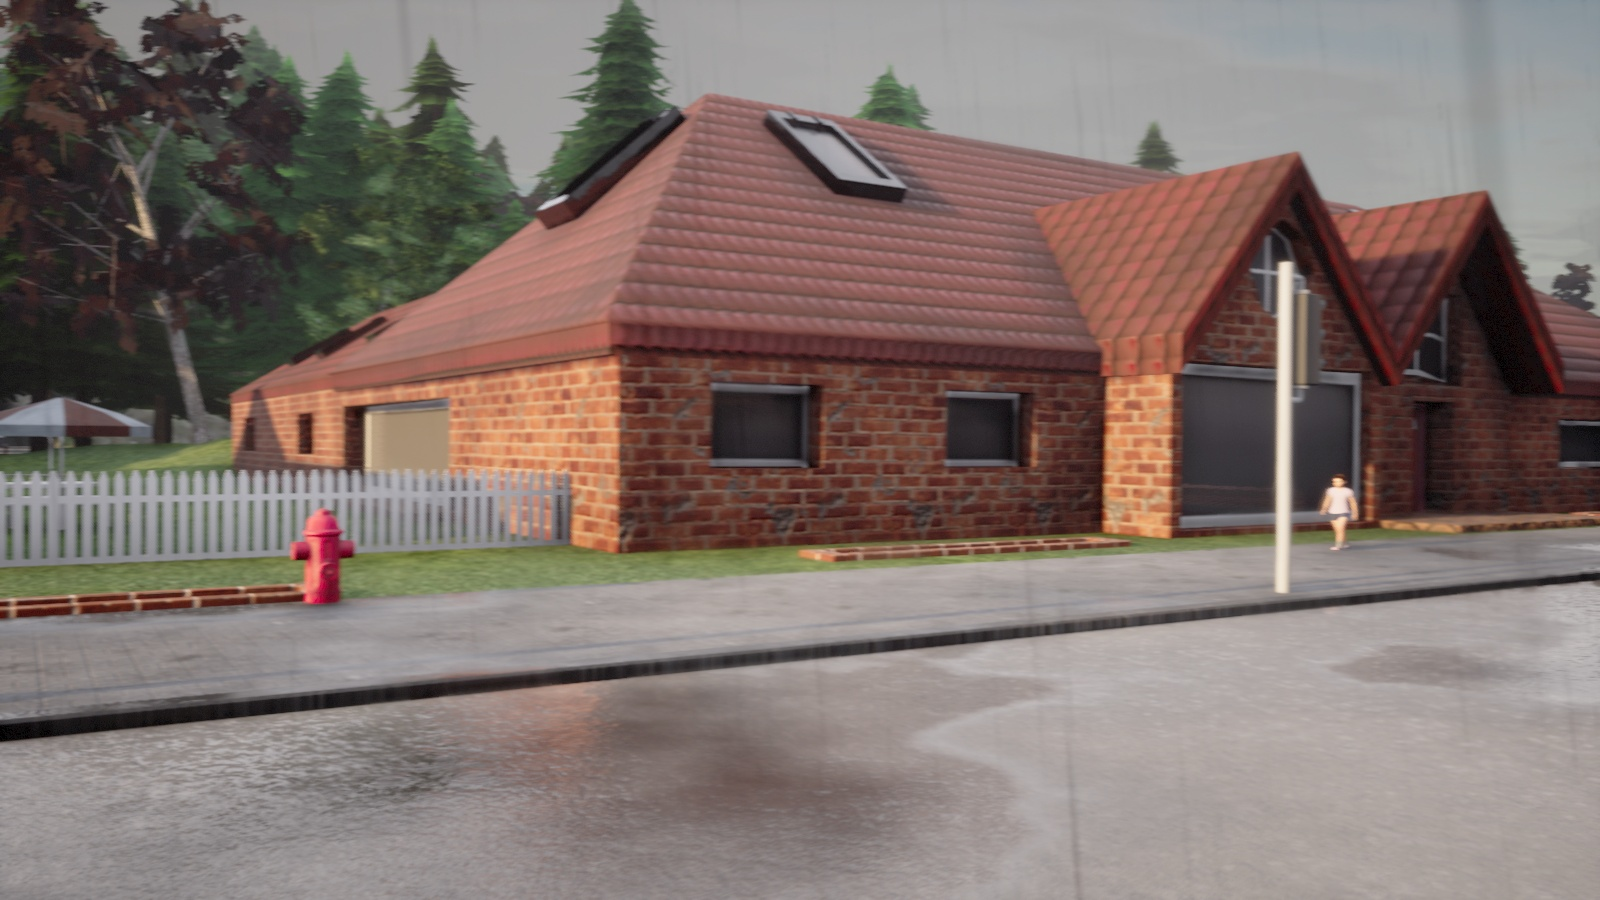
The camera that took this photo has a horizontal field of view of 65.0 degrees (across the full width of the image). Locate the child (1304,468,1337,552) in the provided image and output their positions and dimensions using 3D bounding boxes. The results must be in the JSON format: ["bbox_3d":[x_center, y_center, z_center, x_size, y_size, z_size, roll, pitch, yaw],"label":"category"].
[{"bbox_3d":[6.988,0.794,16.873,0.394,1.110,0.255,0,1,-42],"label":"child"}]
